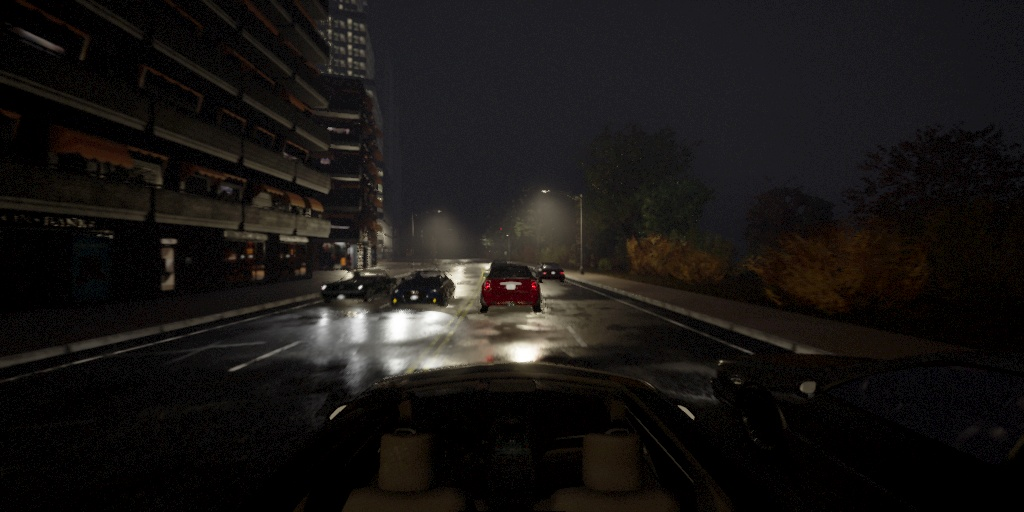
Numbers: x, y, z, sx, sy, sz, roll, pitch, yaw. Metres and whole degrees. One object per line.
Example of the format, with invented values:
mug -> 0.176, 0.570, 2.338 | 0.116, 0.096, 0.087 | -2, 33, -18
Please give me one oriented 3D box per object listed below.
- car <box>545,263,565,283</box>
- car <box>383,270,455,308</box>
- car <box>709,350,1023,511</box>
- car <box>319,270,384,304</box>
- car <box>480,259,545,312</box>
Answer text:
car -> 2.689, 1.213, 27.091 | 2.033, 1.411, 5.357 | 0, 0, -3
car -> -3.537, 1.282, 14.848 | 1.994, 1.385, 4.181 | 0, 0, -1
car -> 3.361, 1.290, 1.937 | 2.033, 1.411, 5.357 | 0, 0, 0
car -> -6.821, 1.321, 16.434 | 1.895, 1.301, 4.718 | 0, 0, -1
car -> -0.091, 1.065, 14.173 | 2.097, 1.767, 4.553 | 0, 0, -1
